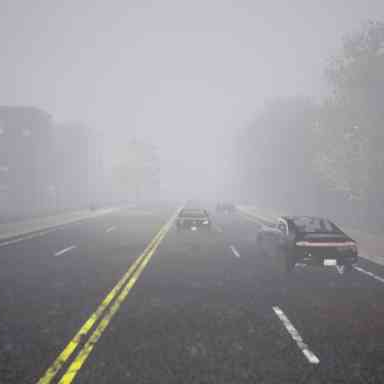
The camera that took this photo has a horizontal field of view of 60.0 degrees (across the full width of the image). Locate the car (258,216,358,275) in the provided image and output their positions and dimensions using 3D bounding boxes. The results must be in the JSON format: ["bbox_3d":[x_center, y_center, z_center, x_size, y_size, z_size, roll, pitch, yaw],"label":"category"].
[{"bbox_3d":[3.350,1.492,10.485,2.128,1.511,4.902,0,0,0],"label":"car"}]

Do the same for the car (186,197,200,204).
[{"bbox_3d":[0.100,1.484,50.824,2.128,1.511,4.902,0,0,0],"label":"car"}]

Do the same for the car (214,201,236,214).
[{"bbox_3d":[3.351,1.597,34.640,1.895,1.301,4.718,0,0,0],"label":"car"}]

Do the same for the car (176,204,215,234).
[{"bbox_3d":[0.101,1.600,19.389,1.895,1.301,4.718,0,0,0],"label":"car"}]
